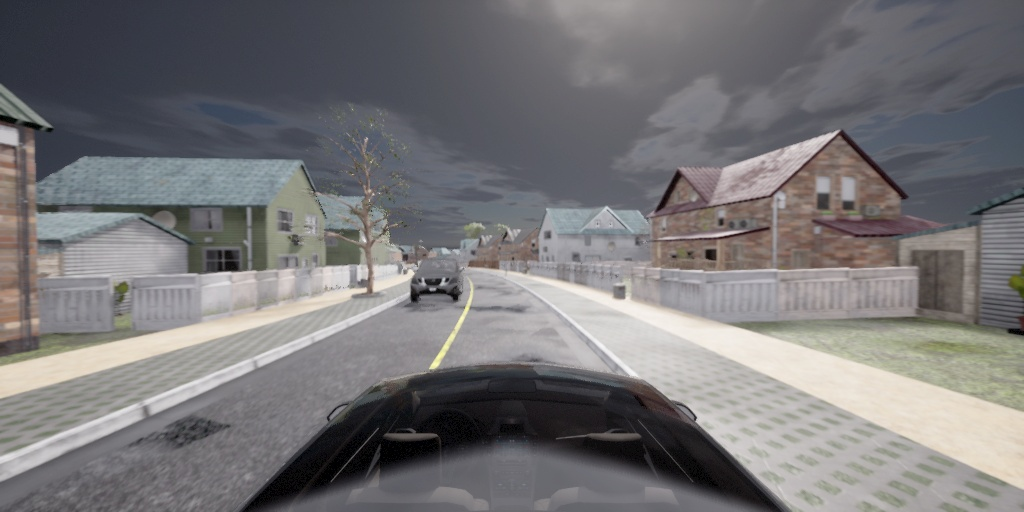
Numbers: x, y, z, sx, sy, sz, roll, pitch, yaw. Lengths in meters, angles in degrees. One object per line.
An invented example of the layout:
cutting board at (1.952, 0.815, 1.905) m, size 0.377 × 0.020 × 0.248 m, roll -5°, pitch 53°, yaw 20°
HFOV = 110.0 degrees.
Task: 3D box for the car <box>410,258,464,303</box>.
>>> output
car at (-3.598, 1.096, 18.032) m, size 2.150 × 2.045 × 5.566 m, roll 0°, pitch -1°, yaw -5°
